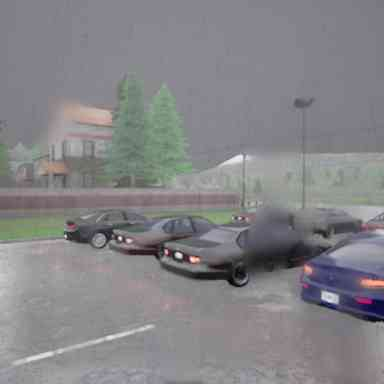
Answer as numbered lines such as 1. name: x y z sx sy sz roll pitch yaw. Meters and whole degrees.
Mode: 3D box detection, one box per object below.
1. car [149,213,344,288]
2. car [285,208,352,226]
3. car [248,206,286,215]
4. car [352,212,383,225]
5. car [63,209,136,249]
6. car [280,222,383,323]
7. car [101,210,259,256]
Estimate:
1. car: 1.732 1.539 9.282 5.357 1.411 2.033 0 0 -36
2. car: 7.224 1.543 17.510 4.181 1.385 1.994 0 0 -35
3. car: 4.716 1.527 20.015 5.357 1.411 2.033 0 0 -35
4. car: 9.252 1.543 14.651 4.181 1.385 1.994 0 0 -35
5. car: -3.005 1.497 14.510 4.892 1.490 1.837 0 0 -36
6. car: 4.080 1.516 6.653 4.674 1.442 1.812 0 0 -35
7. car: -0.271 1.538 12.154 5.357 1.411 2.033 0 0 -36
